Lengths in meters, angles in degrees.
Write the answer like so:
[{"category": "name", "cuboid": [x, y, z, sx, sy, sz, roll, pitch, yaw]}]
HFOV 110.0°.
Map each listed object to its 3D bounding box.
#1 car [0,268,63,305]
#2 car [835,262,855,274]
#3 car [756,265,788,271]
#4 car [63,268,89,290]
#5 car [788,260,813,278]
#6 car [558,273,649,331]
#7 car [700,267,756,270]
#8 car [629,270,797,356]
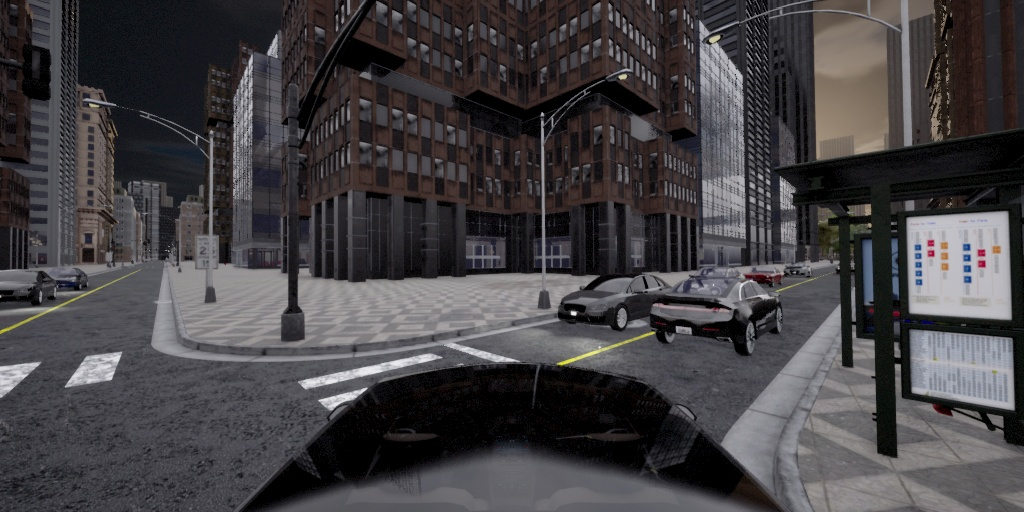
[{"category": "car", "cuboid": [-22.362, 1.399, 16.171, 1.837, 1.490, 4.892, 0, -1, -44]}, {"category": "car", "cuboid": [37.459, 1.350, 39.944, 4.718, 1.301, 1.895, 0, -1, -44]}, {"category": "car", "cuboid": [17.414, 1.413, 24.963, 4.718, 1.301, 1.895, 0, -1, -44]}, {"category": "car", "cuboid": [-29.624, 1.495, 23.690, 2.033, 1.411, 5.357, 0, -1, -44]}, {"category": "car", "cuboid": [27.989, 1.373, 35.087, 4.181, 1.385, 1.994, 0, -1, -44]}, {"category": "car", "cuboid": [3.477, 1.320, 11.436, 4.892, 1.490, 1.837, 0, -1, -42]}, {"category": "car", "cuboid": [10.261, 1.305, 18.047, 4.902, 1.511, 2.128, 0, -1, -44]}, {"category": "car", "cuboid": [5.121, 1.251, 8.753, 4.902, 1.511, 2.128, 0, -1, -44]}]
